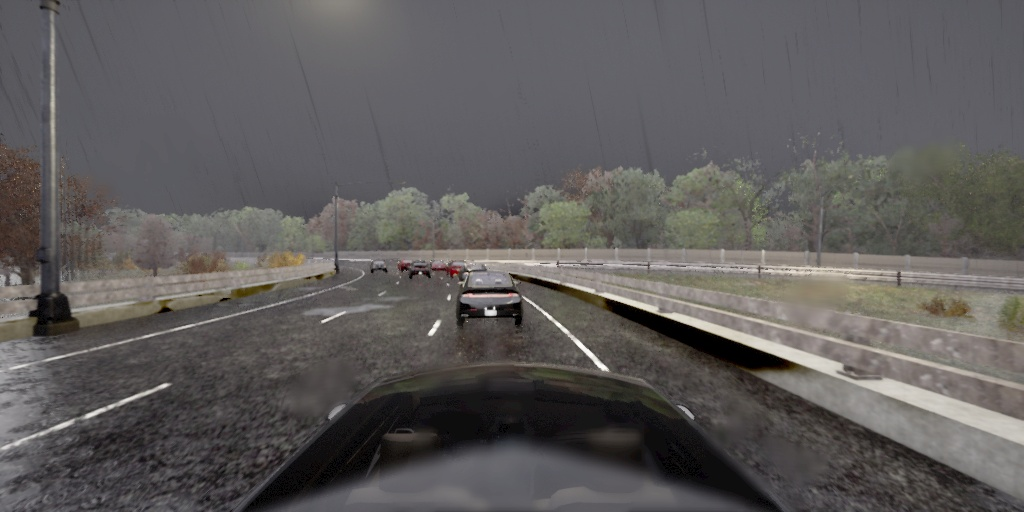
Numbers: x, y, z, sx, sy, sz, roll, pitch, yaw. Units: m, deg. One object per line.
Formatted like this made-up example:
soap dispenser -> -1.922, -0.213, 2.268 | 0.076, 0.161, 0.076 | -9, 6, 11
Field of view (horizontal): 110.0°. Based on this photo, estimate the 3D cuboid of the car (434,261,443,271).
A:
car -> -9.800, 1.268, 46.349 | 1.994, 1.385, 4.181 | 0, 0, -23

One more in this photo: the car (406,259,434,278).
car -> -8.698, 1.225, 33.591 | 1.837, 1.490, 4.892 | 0, 0, -17

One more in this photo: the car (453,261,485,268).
car -> -2.497, 1.218, 23.145 | 2.128, 1.511, 4.902 | 0, 0, -10

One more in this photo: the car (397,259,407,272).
car -> -13.589, 1.186, 46.213 | 1.882, 1.535, 5.008 | 0, 0, -24

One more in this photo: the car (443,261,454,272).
car -> -5.086, 1.193, 33.710 | 1.882, 1.535, 5.008 | 0, 0, -16

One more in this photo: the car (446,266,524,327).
car -> -0.749, 1.230, 11.530 | 2.128, 1.511, 4.902 | 0, 0, -5

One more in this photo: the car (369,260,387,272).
car -> -16.765, 1.261, 44.855 | 2.033, 1.411, 5.357 | 0, 0, -24
